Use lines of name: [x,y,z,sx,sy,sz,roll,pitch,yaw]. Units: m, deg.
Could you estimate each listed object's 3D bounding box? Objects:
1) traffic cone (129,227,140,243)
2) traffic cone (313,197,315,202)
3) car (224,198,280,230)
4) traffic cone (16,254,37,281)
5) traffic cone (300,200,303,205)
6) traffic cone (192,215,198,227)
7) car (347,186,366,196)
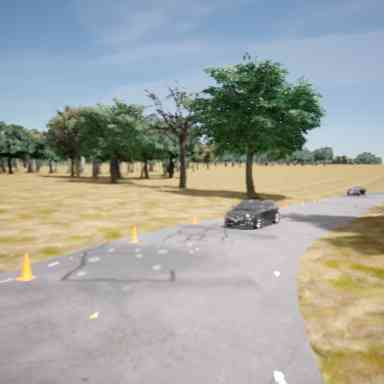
traffic cone: [-2.260,1.663,13.040,0.340,0.580,0.340,2,2,22]
traffic cone: [14.236,0.899,38.698,0.340,0.580,0.340,3,3,34]
car: [3.505,1.140,18.780,1.837,1.490,4.892,3,3,33]
traffic cone: [-3.944,1.765,7.924,0.340,0.580,0.340,1,1,14]
traffic cone: [11.424,1.035,34.564,0.340,0.580,0.340,3,3,34]
traffic cone: [0.146,1.551,17.858,0.340,0.580,0.340,3,3,31]
car: [26.980,-0.202,54.444,2.128,1.511,4.902,4,5,44]
